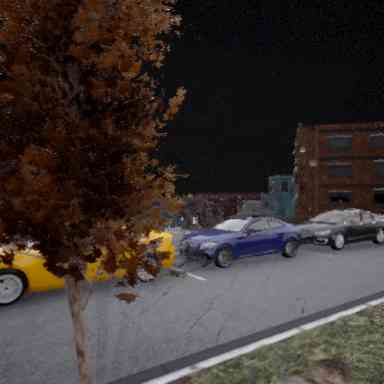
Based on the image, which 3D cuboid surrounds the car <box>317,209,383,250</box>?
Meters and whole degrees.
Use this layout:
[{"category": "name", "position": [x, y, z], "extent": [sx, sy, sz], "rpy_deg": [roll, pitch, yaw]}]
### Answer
[{"category": "car", "position": [6.449, 1.485, 14.301], "extent": [4.892, 1.521, 2.231], "rpy_deg": [0, 0, -32]}]

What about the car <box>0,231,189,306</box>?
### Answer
[{"category": "car", "position": [-2.797, 1.472, 8.166], "extent": [5.008, 1.535, 2.097], "rpy_deg": [0, 0, -34]}]

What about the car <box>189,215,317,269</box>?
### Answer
[{"category": "car", "position": [1.793, 1.516, 11.283], "extent": [4.674, 1.452, 2.002], "rpy_deg": [0, 0, -33]}]
